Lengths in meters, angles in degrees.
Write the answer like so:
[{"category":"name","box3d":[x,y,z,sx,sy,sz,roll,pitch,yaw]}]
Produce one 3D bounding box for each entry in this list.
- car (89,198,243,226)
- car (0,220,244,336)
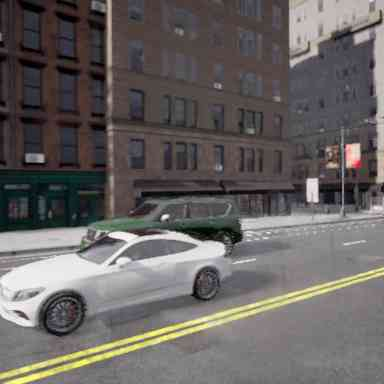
[{"category":"car","box3d":[-0.749,1.223,11.141,5.566,2.045,2.150,0,0,-36]},{"category":"car","box3d":[-1.242,1.526,6.793,4.674,1.442,1.812,0,0,-36]}]
